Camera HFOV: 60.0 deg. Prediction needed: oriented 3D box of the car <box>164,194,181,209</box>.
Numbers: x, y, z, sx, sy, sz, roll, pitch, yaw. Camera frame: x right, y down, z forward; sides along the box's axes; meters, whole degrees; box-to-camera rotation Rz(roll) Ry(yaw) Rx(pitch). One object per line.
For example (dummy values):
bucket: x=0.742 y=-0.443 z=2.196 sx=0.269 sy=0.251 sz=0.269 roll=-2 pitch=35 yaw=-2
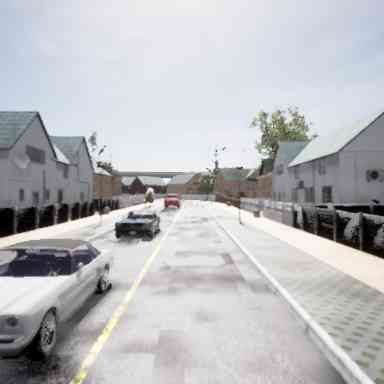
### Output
car: x=-2.822 y=1.299 z=48.003 sx=2.150 sy=2.045 sz=5.566 roll=0 pitch=0 yaw=0

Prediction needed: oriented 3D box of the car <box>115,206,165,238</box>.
car: x=-2.795 y=1.636 z=17.962 sx=1.895 sy=1.301 sz=4.718 roll=0 pitch=0 yaw=1

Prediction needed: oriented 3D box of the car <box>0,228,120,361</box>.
car: x=-2.847 y=1.614 z=6.076 sx=1.895 sy=1.301 sz=4.718 roll=0 pitch=0 yaw=0
